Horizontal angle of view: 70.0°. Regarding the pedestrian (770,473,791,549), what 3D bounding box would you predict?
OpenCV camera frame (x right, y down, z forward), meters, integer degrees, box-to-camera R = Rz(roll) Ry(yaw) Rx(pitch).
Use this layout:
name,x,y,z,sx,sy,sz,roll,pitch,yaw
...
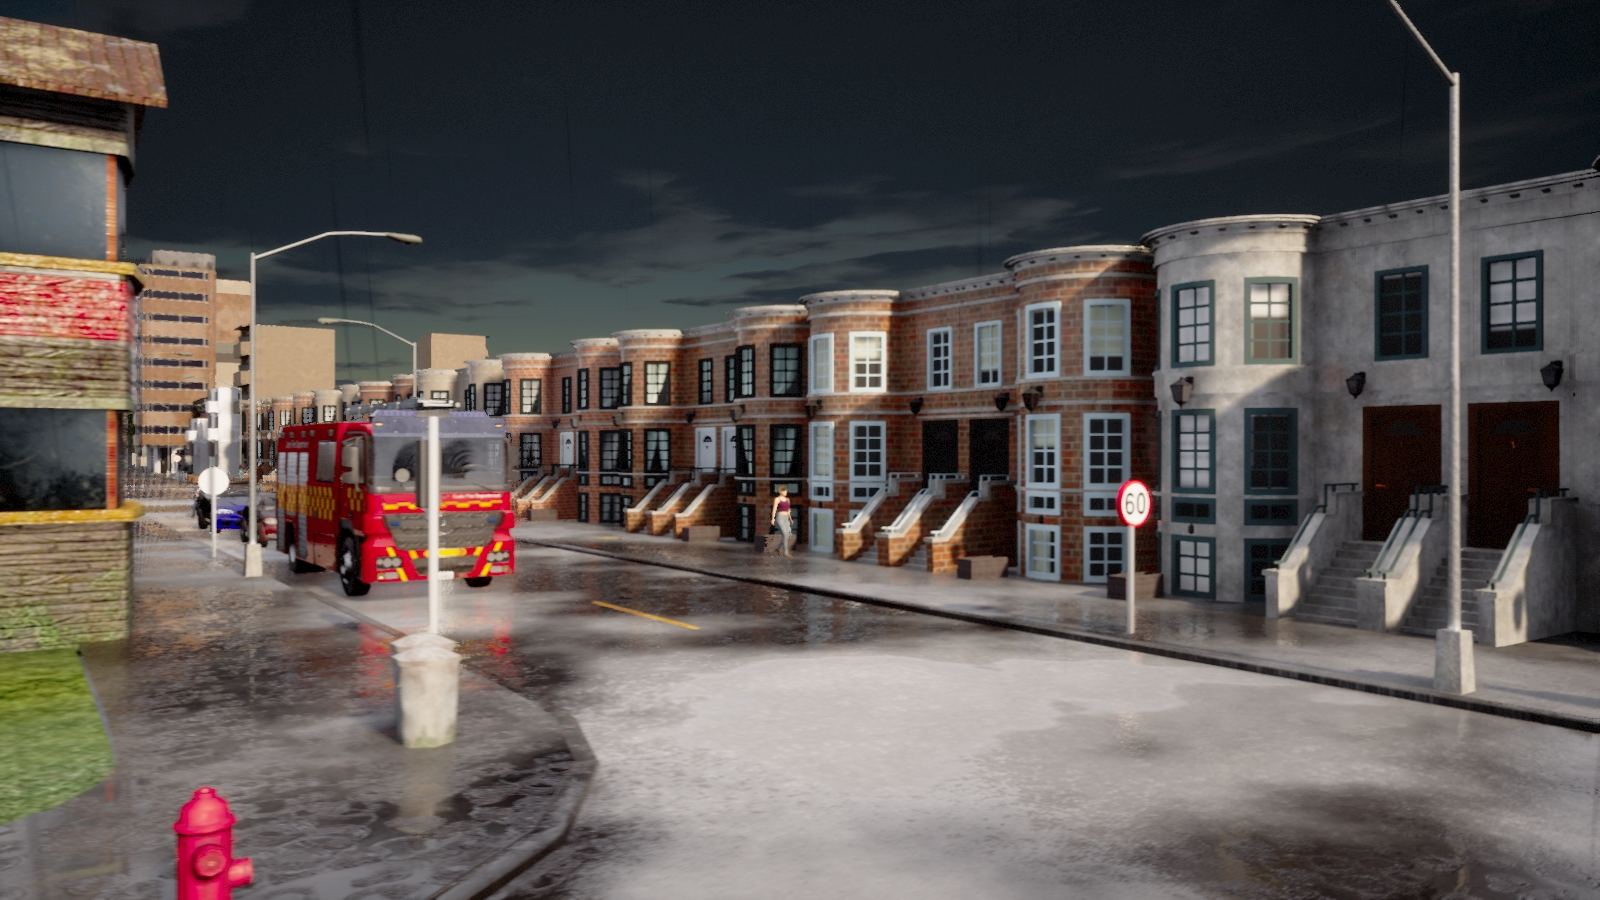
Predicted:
name,x,y,z,sx,sy,sz,roll,pitch,yaw
pedestrian,-0.494,1.523,28.582,0.375,1.860,0.375,0,0,-43

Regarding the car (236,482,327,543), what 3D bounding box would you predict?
name,x,y,z,sx,sy,sz,roll,pitch,yaw
car,-15.428,1.798,33.920,1.789,1.549,3.705,0,1,-35

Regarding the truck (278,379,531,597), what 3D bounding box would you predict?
name,x,y,z,sx,sy,sz,roll,pitch,yaw
truck,-8.735,0.671,24.372,2.891,3.827,8.468,0,0,-35

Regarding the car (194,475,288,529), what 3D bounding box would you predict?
name,x,y,z,sx,sy,sz,roll,pitch,yaw
car,-19.442,1.747,39.667,2.242,1.667,4.611,0,0,-35

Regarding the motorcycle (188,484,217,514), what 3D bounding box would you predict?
name,x,y,z,sx,sy,sz,roll,pitch,yaw
motorcycle,-24.694,1.993,47.176,0.803,1.145,2.033,0,0,-35
